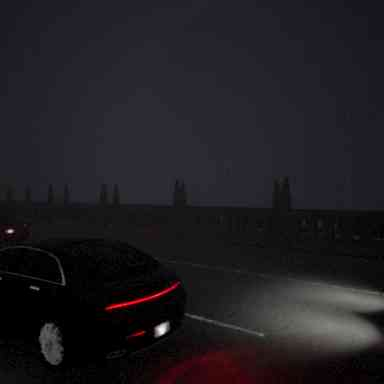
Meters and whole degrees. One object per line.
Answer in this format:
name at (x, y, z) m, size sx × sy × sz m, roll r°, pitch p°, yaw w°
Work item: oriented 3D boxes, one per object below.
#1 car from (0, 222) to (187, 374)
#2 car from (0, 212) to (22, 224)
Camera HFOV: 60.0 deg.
car at (-2.351, 1.506, 5.668) m, size 4.892 × 1.490 × 1.837 m, roll 0°, pitch 0°, yaw 36°
car at (-9.056, 1.575, 14.752) m, size 4.181 × 1.385 × 1.994 m, roll 0°, pitch 0°, yaw 36°
